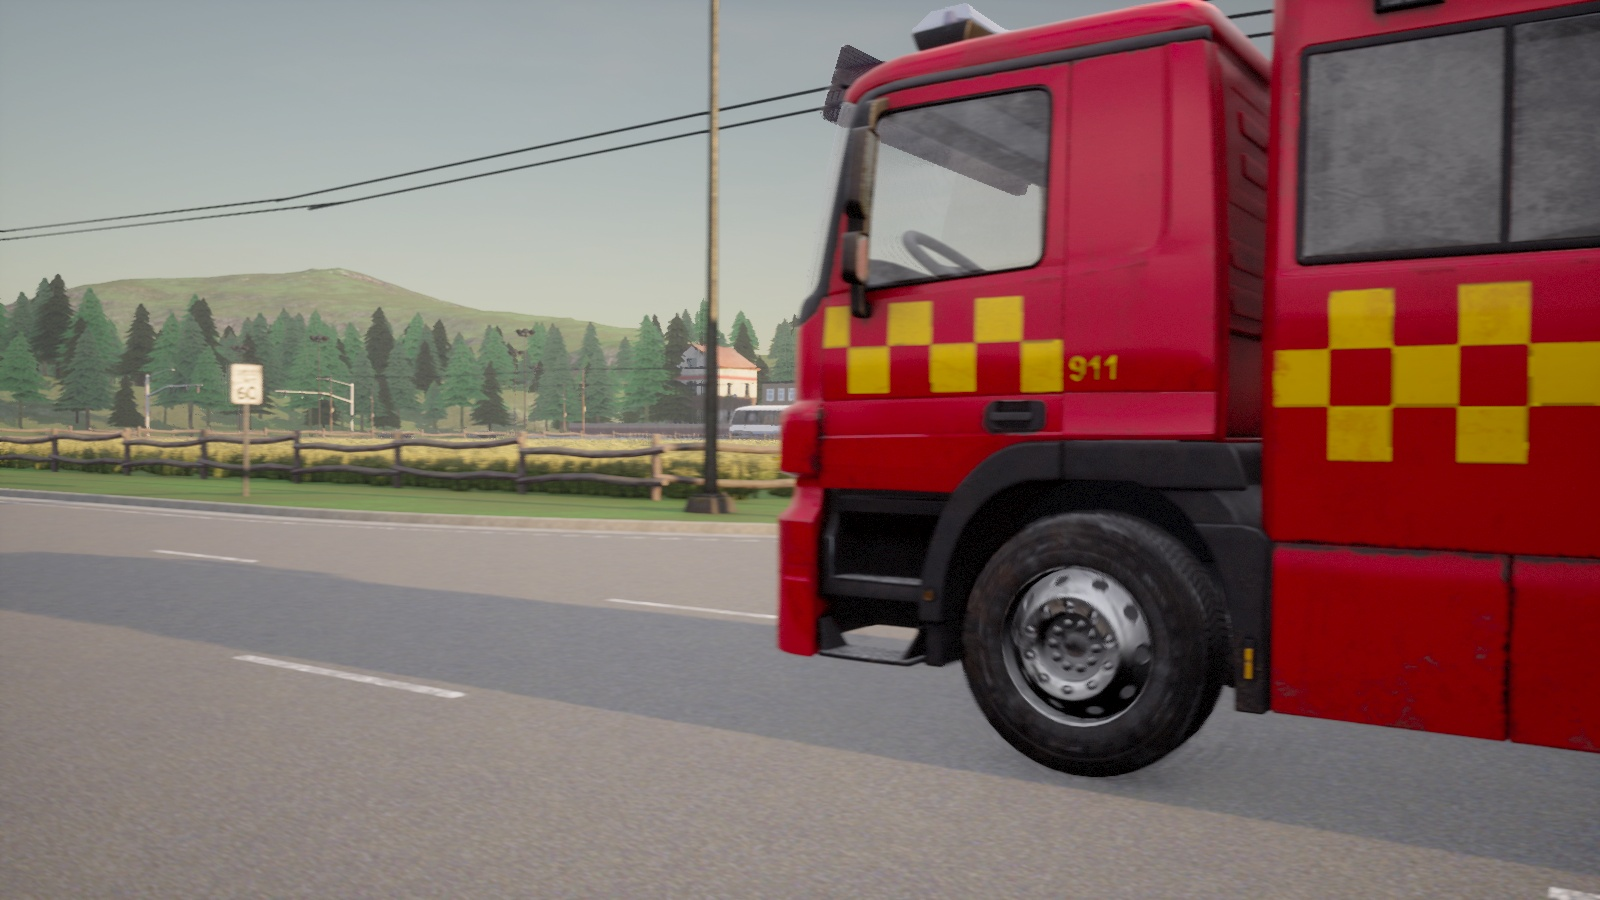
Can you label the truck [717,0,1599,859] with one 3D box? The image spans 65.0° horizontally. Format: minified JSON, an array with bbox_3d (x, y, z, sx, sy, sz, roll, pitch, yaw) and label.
[{"bbox_3d":[3.926,-0.540,5.192,8.468,3.827,2.891,0,1,33],"label":"truck"}]
